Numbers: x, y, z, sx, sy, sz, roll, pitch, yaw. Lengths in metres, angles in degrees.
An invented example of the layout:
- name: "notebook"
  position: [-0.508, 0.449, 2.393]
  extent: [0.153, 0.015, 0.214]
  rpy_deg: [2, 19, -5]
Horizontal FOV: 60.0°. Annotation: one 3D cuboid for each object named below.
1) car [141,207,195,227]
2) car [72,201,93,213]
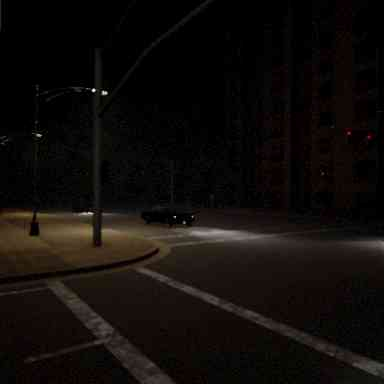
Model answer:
- name: "car"
  position: [-1.785, 1.729, 23.885]
  extent: [1.895, 1.301, 4.718]
  rpy_deg: [1, 0, -36]
- name: "car"
  position: [-12.390, 1.690, 38.568]
  extent: [1.994, 1.385, 4.181]
  rpy_deg: [1, 0, -36]
